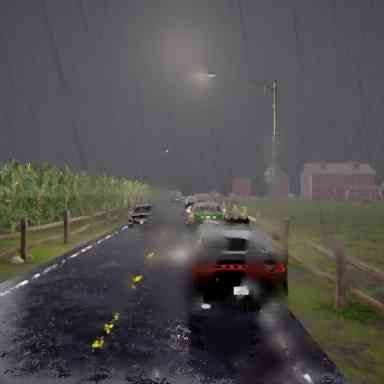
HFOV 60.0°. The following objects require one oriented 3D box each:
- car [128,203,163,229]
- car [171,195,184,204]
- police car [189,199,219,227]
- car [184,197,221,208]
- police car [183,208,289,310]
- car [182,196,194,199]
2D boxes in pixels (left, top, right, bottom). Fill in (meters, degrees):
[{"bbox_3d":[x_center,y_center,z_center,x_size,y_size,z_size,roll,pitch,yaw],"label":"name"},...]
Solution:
[{"bbox_3d":[-2.905,1.496,21.543,1.837,1.490,4.892,0,0,0],"label":"car"},{"bbox_3d":[-2.958,1.584,63.556,2.033,1.411,5.357,0,0,1],"label":"car"},{"bbox_3d":[0.762,1.415,24.058,1.930,1.638,5.238,0,0,0],"label":"police car"},{"bbox_3d":[0.778,1.344,17.919,2.097,1.767,4.553,0,0,0],"label":"car"},{"bbox_3d":[0.804,1.422,8.058,1.930,1.638,5.238,0,0,0],"label":"police car"},{"bbox_3d":[-0.088,1.605,46.714,1.895,1.301,4.718,0,0,0],"label":"car"}]
